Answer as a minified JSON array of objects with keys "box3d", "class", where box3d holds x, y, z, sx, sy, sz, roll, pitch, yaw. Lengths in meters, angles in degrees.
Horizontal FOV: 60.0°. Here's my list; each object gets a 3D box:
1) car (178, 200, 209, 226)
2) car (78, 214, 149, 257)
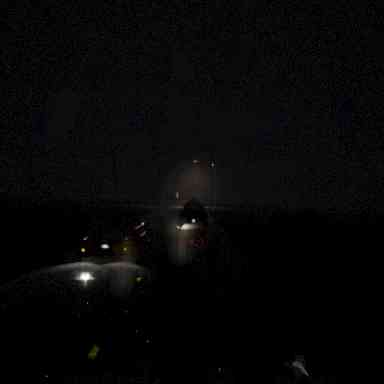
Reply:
[{"box3d":[0.104,1.557,23.532,1.837,1.490,4.892,0,0,0],"class":"car"},{"box3d":[-2.847,1.580,12.841,1.994,1.385,4.181,0,0,0],"class":"car"}]
